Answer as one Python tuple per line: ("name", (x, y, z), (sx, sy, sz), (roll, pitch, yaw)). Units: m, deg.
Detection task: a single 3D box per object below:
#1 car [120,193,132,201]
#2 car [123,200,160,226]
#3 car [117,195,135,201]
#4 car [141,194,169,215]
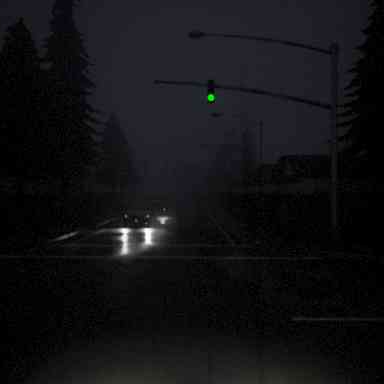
("car", (-16.645, 1.097, 77.688), (3.866, 1.878, 1.905), (0, 0, 0))
("car", (-3.540, 1.535, 23.338), (1.812, 1.442, 4.674), (0, 0, 0))
("car", (-16.047, 1.380, 81.015), (3.806, 1.475, 1.970), (0, 0, 0))
("car", (-3.536, 1.231, 33.917), (2.150, 2.045, 5.566), (0, 0, -1))
